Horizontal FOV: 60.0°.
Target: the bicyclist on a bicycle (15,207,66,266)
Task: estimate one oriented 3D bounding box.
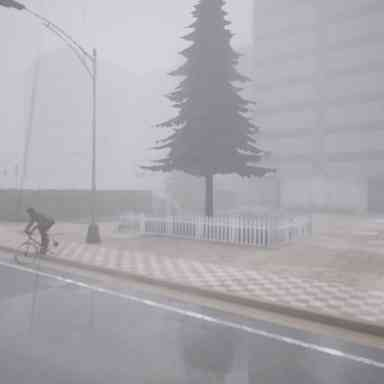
[{"bbox_3d":[-4.510,1.238,9.854,0.582,1.620,1.656,1,10,35],"label":"bicyclist on a bicycle"}]
